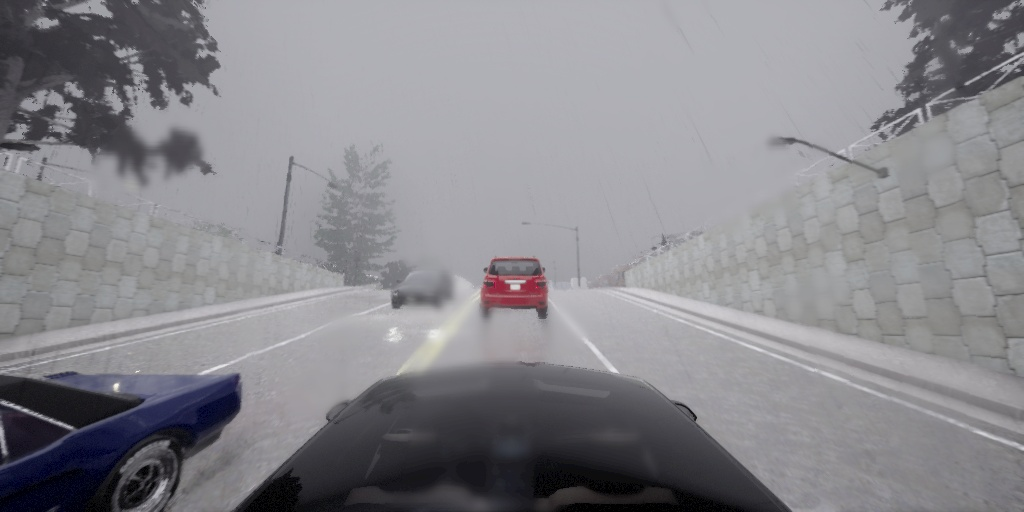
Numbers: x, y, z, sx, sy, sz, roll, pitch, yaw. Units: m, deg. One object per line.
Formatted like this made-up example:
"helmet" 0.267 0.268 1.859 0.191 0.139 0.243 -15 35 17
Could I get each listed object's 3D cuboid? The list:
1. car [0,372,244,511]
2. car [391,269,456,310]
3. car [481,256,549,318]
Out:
"car" -3.591 1.347 1.296 1.895 1.301 4.718 0 0 0
"car" -3.557 1.314 15.148 1.837 1.490 4.892 0 0 0
"car" 0.099 1.023 13.332 2.150 2.045 5.566 0 0 0
